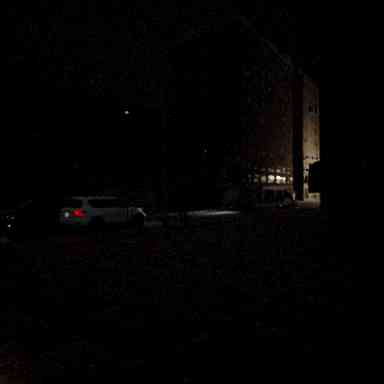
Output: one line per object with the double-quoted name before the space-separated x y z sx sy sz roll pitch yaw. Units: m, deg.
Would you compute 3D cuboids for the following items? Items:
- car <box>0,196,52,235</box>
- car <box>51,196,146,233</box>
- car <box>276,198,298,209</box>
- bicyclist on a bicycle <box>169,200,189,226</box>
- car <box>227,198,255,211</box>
"car" -8.970 1.297 20.199 2.150 2.045 5.566 0 1 36
"car" -5.258 1.292 20.316 2.150 2.045 5.566 0 0 36
"car" 13.092 1.543 46.025 1.812 1.442 4.674 0 0 36
"bicyclist on a bicycle" -0.845 1.355 21.494 1.656 1.620 0.582 -1 0 36
"car" 6.064 1.532 41.214 2.128 1.511 4.902 0 0 36
